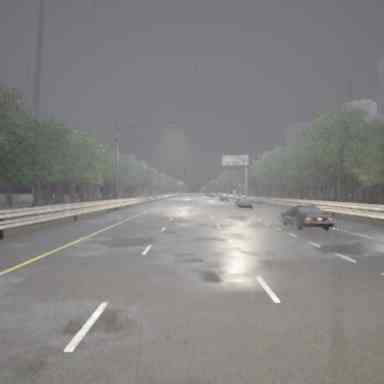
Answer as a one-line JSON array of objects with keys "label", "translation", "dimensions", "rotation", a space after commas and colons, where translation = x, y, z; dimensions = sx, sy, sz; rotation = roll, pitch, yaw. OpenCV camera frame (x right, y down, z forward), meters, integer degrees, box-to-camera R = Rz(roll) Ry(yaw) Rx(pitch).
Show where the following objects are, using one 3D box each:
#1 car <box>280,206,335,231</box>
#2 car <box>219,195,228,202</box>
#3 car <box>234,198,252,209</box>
[{"label": "car", "translation": [7.014, 1.549, 20.784], "dimensions": [2.033, 1.411, 5.357], "rotation": [0, 0, 0]}, {"label": "car", "translation": [7.293, 1.499, 77.193], "dimensions": [1.812, 1.442, 4.674], "rotation": [0, 0, 0]}, {"label": "car", "translation": [7.098, 1.567, 46.201], "dimensions": [1.994, 1.385, 4.181], "rotation": [0, 0, 0]}]
